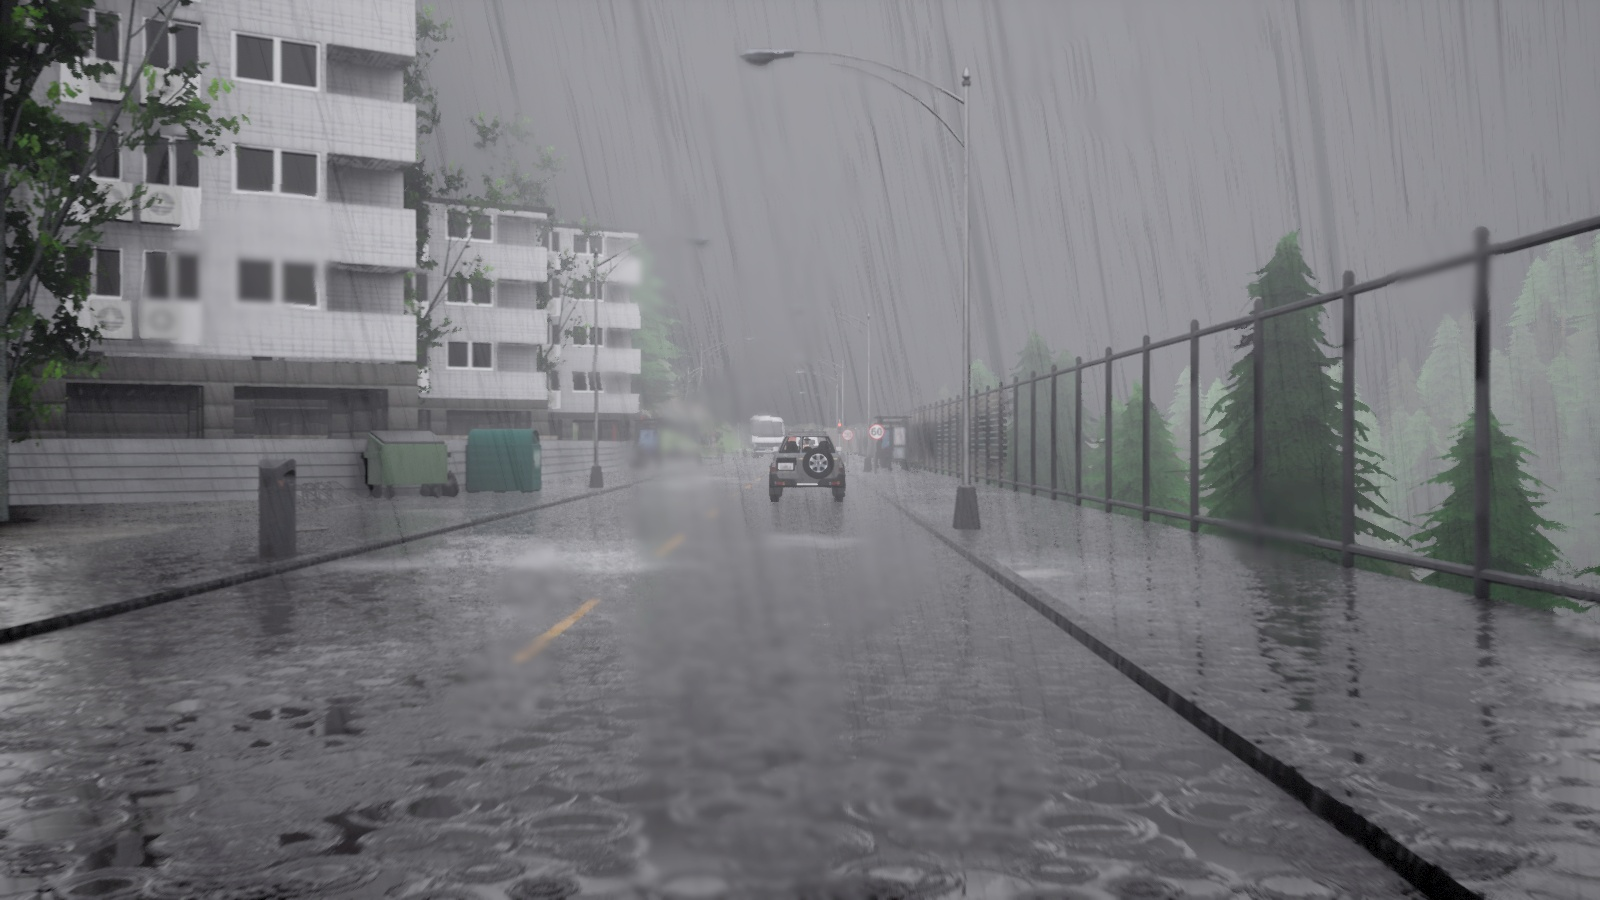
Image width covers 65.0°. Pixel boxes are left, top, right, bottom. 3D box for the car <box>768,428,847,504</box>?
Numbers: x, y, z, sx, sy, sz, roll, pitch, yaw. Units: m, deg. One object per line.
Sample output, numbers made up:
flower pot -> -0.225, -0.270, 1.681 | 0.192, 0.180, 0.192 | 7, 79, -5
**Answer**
car -> 0.192, 0.377, 33.005 | 1.932, 1.855, 4.605 | 0, 0, 0
